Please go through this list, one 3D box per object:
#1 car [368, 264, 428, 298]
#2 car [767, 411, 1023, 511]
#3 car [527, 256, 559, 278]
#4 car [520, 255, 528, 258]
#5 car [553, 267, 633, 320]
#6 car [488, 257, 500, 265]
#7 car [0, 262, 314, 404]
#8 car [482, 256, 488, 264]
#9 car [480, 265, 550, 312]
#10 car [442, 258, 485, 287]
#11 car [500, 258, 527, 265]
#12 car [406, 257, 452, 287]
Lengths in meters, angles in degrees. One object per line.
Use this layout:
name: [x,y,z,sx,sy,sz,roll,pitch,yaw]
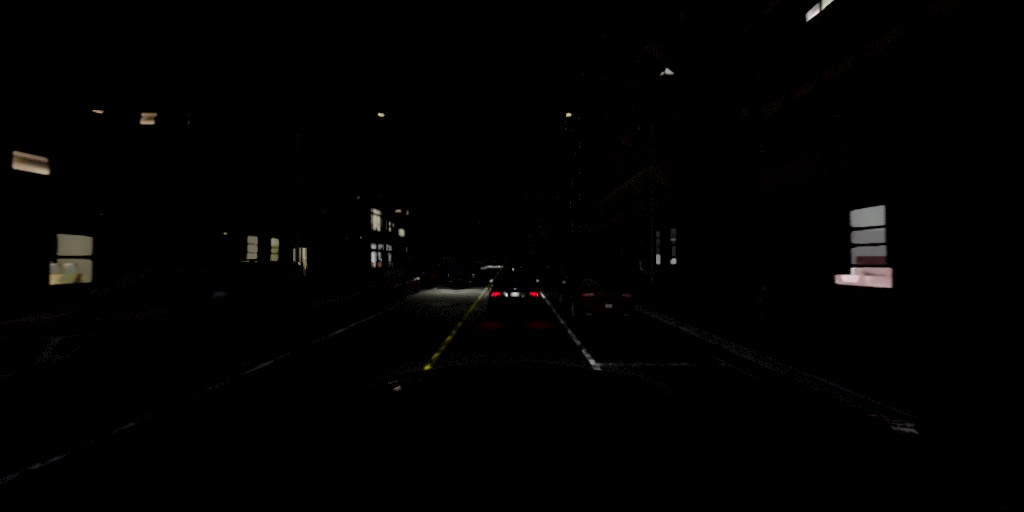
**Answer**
car: [-5.697,1.261,17.868,1.802,1.307,4.207,0,0,0]
car: [2.691,1.336,0.868,1.802,1.307,4.207,0,0,0]
car: [2.692,0.944,29.301,2.192,1.841,5.009,0,0,0]
car: [2.692,1.038,63.420,2.007,1.370,4.403,0,0,0]
car: [2.691,1.249,12.241,1.888,1.381,4.507,0,0,0]
car: [-3.022,0.974,65.278,2.128,1.511,4.902,0,0,1]
car: [-5.690,1.044,6.494,2.192,1.841,5.009,0,0,0]
car: [-5.655,1.013,63.192,1.751,1.417,4.829,0,0,0]
car: [0.098,1.244,13.796,2.033,1.411,5.357,0,0,0]
car: [-3.100,1.130,23.961,1.882,1.535,5.008,0,0,0]
car: [0.101,1.170,34.769,1.994,1.385,4.181,0,0,0]
car: [-5.676,0.969,23.554,2.192,1.841,5.009,0,0,0]
